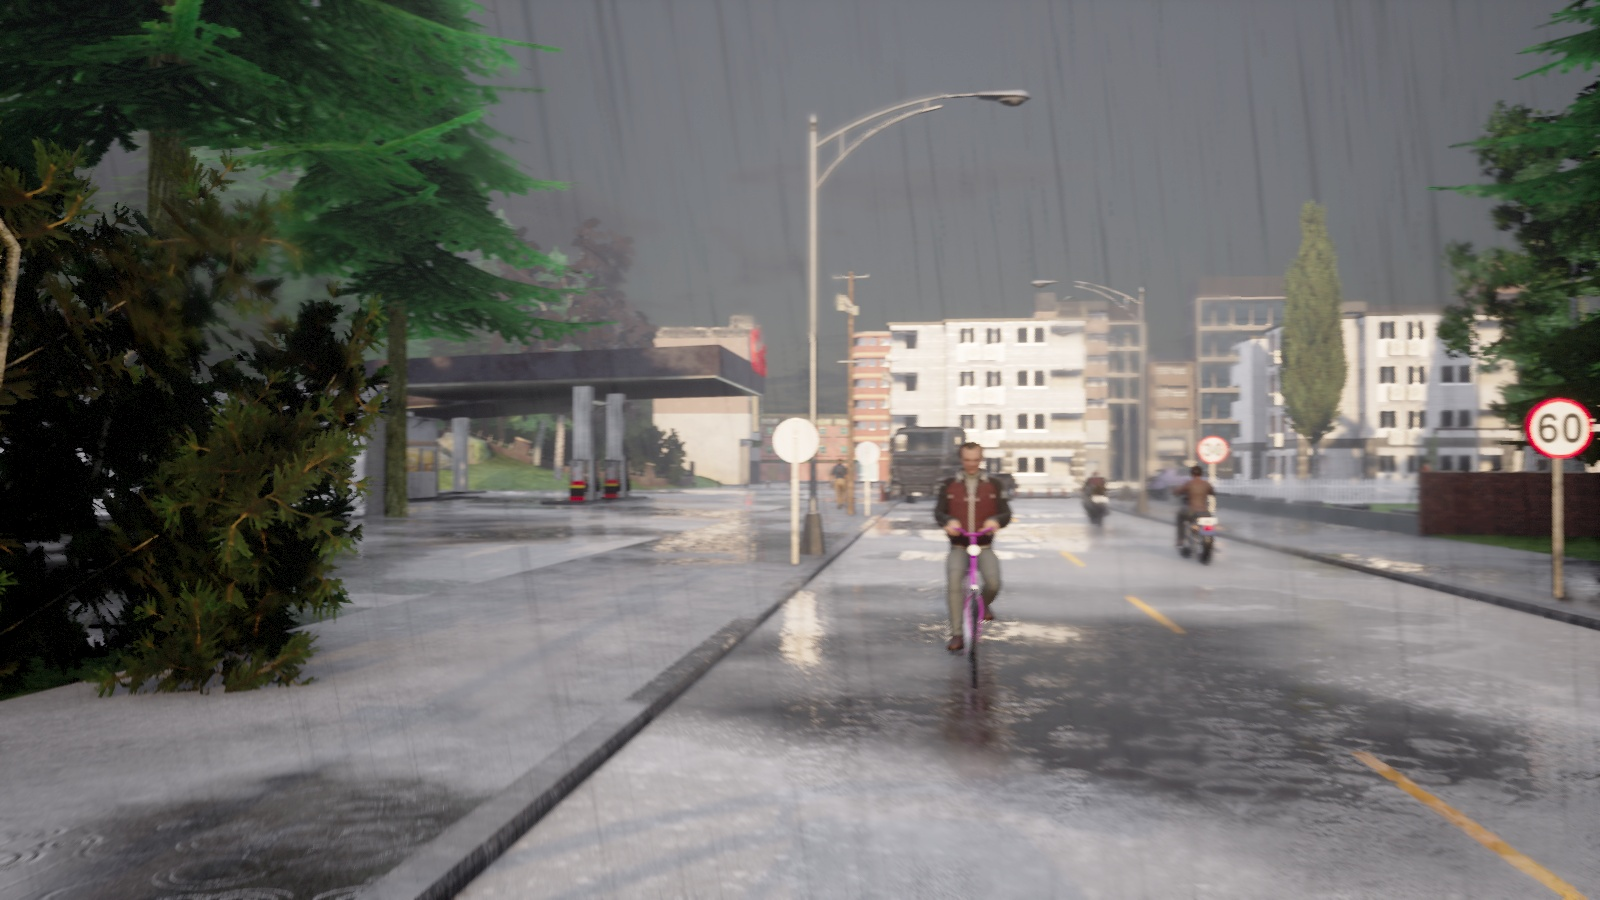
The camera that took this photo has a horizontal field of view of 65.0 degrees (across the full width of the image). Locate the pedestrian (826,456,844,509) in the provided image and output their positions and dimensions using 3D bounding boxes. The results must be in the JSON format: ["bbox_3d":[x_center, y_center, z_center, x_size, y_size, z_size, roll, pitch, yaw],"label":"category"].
[{"bbox_3d":[1.218,1.123,43.960,0.540,1.848,0.694,0,-1,7],"label":"pedestrian"}]

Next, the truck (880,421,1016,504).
[{"bbox_3d":[6.762,0.566,56.140,2.891,3.462,7.936,-1,-1,32],"label":"truck"}]

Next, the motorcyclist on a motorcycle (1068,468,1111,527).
[{"bbox_3d":[7.865,1.270,34.250,0.866,1.530,2.191,0,-1,6],"label":"motorcyclist on a motorcycle"}]

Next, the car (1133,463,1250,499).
[{"bbox_3d":[18.478,1.445,59.360,4.856,1.649,2.033,0,-1,-7],"label":"car"}]

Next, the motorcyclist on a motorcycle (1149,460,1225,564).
[{"bbox_3d":[6.496,1.013,21.195,0.766,1.649,2.350,0,-1,6],"label":"motorcyclist on a motorcycle"}]

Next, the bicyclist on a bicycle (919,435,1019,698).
[{"bbox_3d":[1.243,0.804,9.452,0.659,1.776,1.843,0,-1,6],"label":"bicyclist on a bicycle"}]
